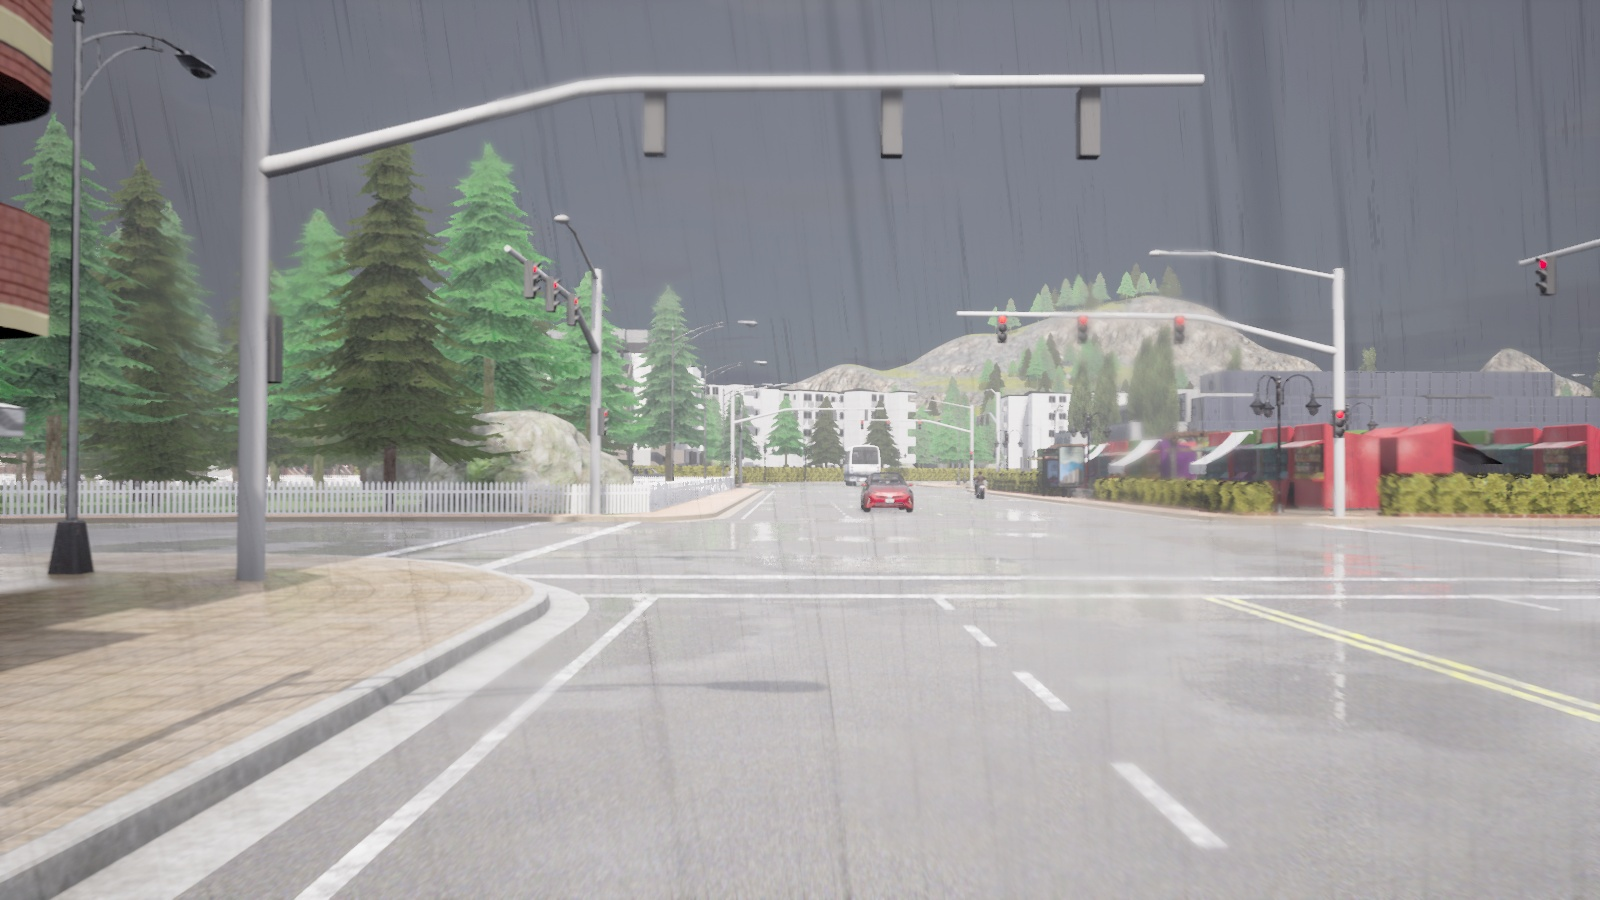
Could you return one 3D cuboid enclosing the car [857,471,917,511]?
[{"bbox_3d":[3.375,1.576,49.470,2.007,1.525,4.514,0,-1,0],"label":"car"}]
